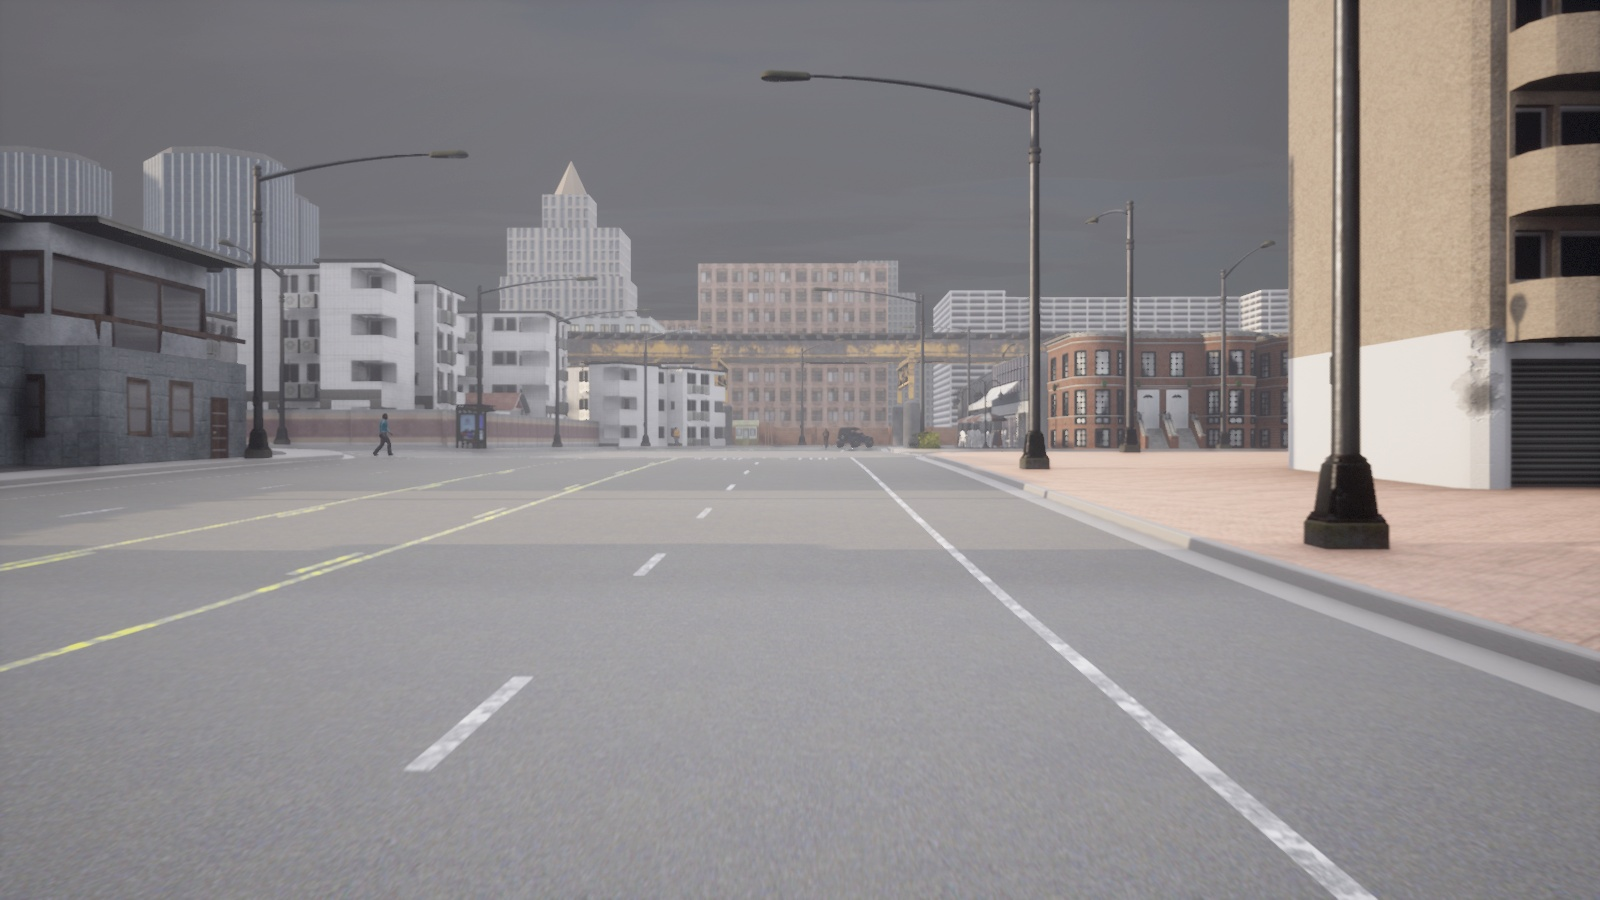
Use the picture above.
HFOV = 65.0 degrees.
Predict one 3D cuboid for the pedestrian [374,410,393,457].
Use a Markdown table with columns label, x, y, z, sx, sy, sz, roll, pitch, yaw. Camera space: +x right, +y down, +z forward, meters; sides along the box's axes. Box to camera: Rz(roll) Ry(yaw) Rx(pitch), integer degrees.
| label | x | y | z | sx | sy | sz | roll | pitch | yaw |
| --- | --- | --- | --- | --- | --- | --- | --- | --- | --- |
| pedestrian | -17.206 | -0.674 | 51.893 | 0.692 | 1.930 | 0.396 | 0 | 0 | -3 |
